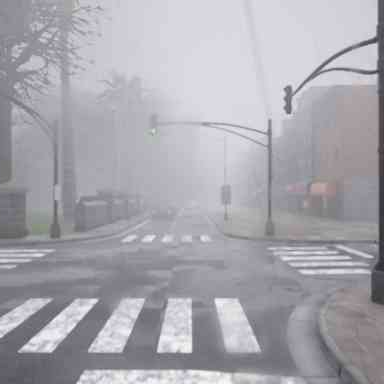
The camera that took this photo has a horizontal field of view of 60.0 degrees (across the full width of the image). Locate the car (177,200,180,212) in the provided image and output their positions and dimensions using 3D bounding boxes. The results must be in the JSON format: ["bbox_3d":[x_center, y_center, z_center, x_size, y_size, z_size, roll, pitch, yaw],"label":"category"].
[{"bbox_3d":[-2.703,1.914,36.801,1.967,1.590,4.097,0,-1,0],"label":"car"}]

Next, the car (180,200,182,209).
[{"bbox_3d":[-2.723,2.224,48.176,1.802,1.307,4.206,0,-1,0],"label":"car"}]

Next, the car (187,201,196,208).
[{"bbox_3d":[-0.111,2.446,65.642,1.812,1.442,4.674,0,-1,0],"label":"car"}]

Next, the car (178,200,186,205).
[{"bbox_3d":[-2.804,2.972,93.678,1.947,1.339,4.313,-1,-1,0],"label":"car"}]

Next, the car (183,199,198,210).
[{"bbox_3d":[-0.094,2.284,55.640,1.812,1.442,4.674,0,-1,0],"label":"car"}]

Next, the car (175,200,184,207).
[{"bbox_3d":[-2.774,2.649,76.615,1.887,1.381,4.507,0,-1,0],"label":"car"}]

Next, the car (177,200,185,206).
[{"bbox_3d":[-2.794,2.855,87.991,2.008,1.369,4.403,-1,-1,0],"label":"car"}]

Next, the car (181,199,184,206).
[{"bbox_3d":[-2.744,2.371,59.552,2.008,1.369,4.403,0,-1,0],"label":"car"}]

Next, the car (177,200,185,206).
[{"bbox_3d":[-2.784,2.748,82.303,1.887,1.381,4.507,0,-1,0],"label":"car"}]

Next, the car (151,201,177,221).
[{"bbox_3d":[-2.694,1.834,31.113,1.967,1.590,4.097,0,-1,0],"label":"car"}]
